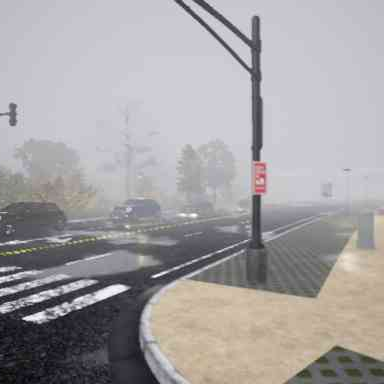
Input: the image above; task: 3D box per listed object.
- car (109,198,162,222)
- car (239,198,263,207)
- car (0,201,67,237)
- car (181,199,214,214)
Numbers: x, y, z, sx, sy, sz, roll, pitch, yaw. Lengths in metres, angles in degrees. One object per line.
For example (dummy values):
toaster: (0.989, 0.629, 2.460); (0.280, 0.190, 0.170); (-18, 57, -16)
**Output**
car: (-4.365, 1.283, 26.245); (2.097, 1.767, 4.553); (0, 0, 30)
car: (8.265, 1.447, 46.781); (1.895, 1.301, 4.718); (0, 0, 33)
car: (-9.089, 1.317, 17.905); (2.097, 1.767, 4.553); (0, 0, 29)
car: (0.620, 1.461, 34.675); (1.994, 1.385, 4.181); (0, 0, 30)
